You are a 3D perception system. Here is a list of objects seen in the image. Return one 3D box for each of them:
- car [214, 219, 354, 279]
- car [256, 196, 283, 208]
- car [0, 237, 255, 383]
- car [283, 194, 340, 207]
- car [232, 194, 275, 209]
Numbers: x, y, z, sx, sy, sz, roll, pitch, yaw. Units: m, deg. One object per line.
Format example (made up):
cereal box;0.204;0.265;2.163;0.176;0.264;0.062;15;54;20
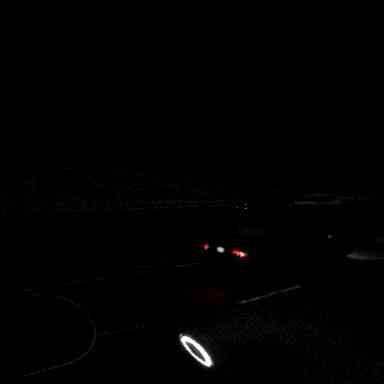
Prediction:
car;2.753;1.546;10.112;5.357;1.411;2.033;0;0;-36
car;8.968;1.470;32.451;4.902;1.511;2.128;0;0;-37
car;-1.944;1.353;2.376;4.553;1.767;2.097;0;0;-36
car;10.944;1.200;29.561;5.566;2.045;2.150;0;0;-37
car;6.737;1.201;35.155;5.566;2.045;2.150;0;0;-37
